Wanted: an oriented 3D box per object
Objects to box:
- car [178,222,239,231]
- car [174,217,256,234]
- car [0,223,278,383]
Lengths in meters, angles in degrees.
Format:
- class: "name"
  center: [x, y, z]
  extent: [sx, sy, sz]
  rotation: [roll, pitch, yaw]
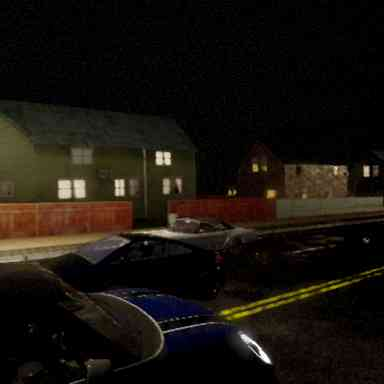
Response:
- class: "car"
  center: [-1.339, 1.555, 6.717]
  extent: [4.181, 1.385, 1.994]
  rotation: [0, 0, -35]
- class: "car"
  center: [-0.037, 1.578, 11.634]
  extent: [4.718, 1.301, 1.895]
  rotation: [0, 0, -35]
- class: "car"
  center: [-1.443, 1.352, 2.410]
  extent: [4.553, 1.767, 2.097]
  rotation: [0, 0, -36]
